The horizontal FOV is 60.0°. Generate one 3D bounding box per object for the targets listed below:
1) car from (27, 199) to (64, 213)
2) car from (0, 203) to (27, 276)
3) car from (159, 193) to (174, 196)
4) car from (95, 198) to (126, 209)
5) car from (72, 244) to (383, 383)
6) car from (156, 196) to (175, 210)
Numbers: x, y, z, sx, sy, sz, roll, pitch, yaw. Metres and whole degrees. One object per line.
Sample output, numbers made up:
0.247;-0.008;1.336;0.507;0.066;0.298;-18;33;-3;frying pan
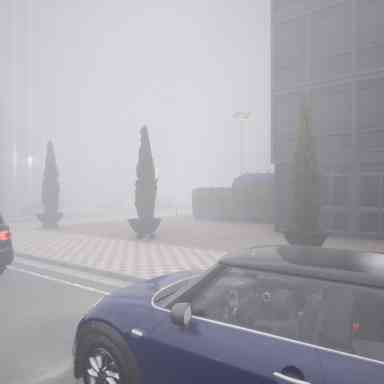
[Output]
-16.776;1.491;37.202;2.128;1.511;4.902;0;0;35;car
-7.033;1.222;8.995;5.566;2.045;2.150;0;0;36;car
-4.982;1.221;54.013;2.150;2.045;5.566;0;0;35;car
-11.073;1.564;45.336;1.994;1.385;4.181;0;0;35;car
0.827;1.352;3.404;4.553;1.767;2.097;0;0;36;car
-4.202;1.564;42.601;1.994;1.385;4.181;0;0;35;car
